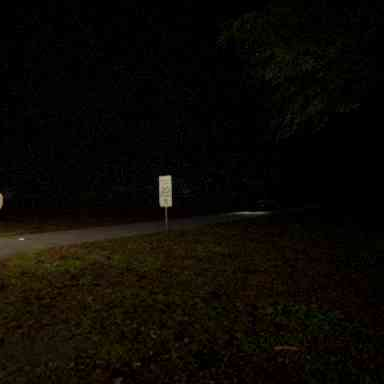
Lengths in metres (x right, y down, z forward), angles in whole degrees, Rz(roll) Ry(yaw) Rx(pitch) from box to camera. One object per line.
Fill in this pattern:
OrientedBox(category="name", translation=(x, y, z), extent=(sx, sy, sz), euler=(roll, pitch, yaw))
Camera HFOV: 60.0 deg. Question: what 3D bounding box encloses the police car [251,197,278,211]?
OrientedBox(category="police car", translation=(8.944, 1.479, 41.120), extent=(1.930, 1.638, 5.238), euler=(-3, -2, 35))
